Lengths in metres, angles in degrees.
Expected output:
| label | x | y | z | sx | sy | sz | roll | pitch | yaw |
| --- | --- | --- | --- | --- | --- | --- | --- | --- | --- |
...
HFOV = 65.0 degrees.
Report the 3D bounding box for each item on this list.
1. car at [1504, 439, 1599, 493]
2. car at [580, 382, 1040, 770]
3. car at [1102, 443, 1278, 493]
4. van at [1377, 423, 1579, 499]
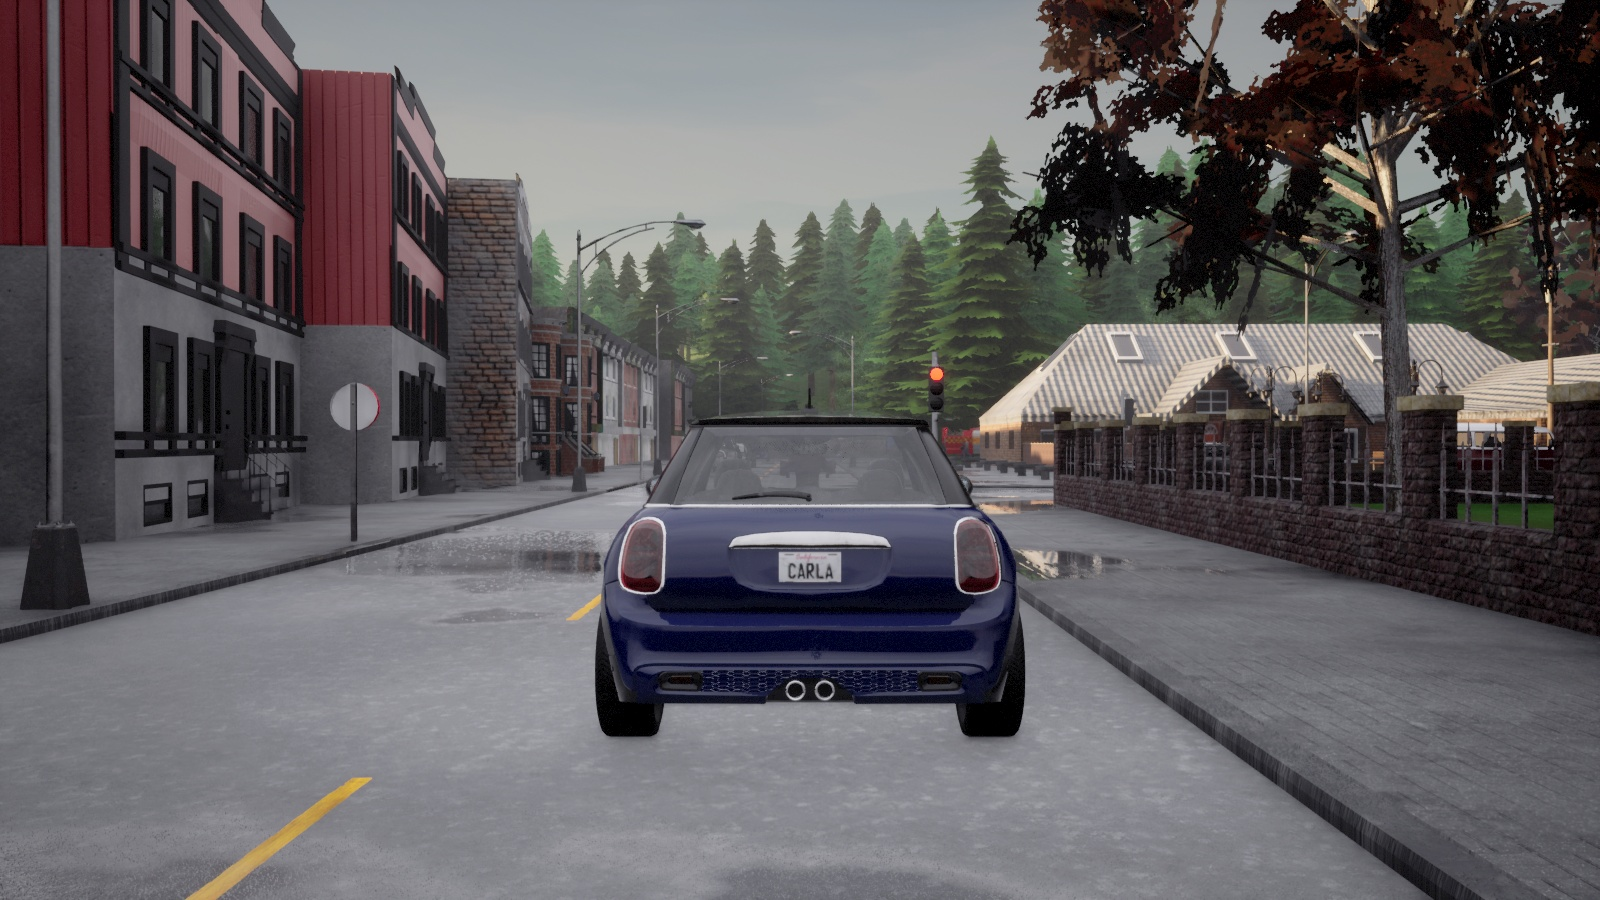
| label | x | y | z | sx | sy | sz | roll | pitch | yaw |
| --- | --- | --- | --- | --- | --- | --- | --- | --- | --- |
| car | 24.733 | 0.477 | 38.768 | 4.856 | 1.649 | 2.033 | 0 | 0 | 2 |
| car | 0.059 | 0.560 | 8.001 | 2.097 | 1.767 | 4.553 | 0 | 0 | 0 |
| car | 11.996 | 0.541 | 38.866 | 4.892 | 1.490 | 1.837 | 0 | 0 | 1 |
| van | 18.718 | 0.288 | 34.808 | 4.480 | 2.038 | 2.069 | 0 | 0 | -1 |
